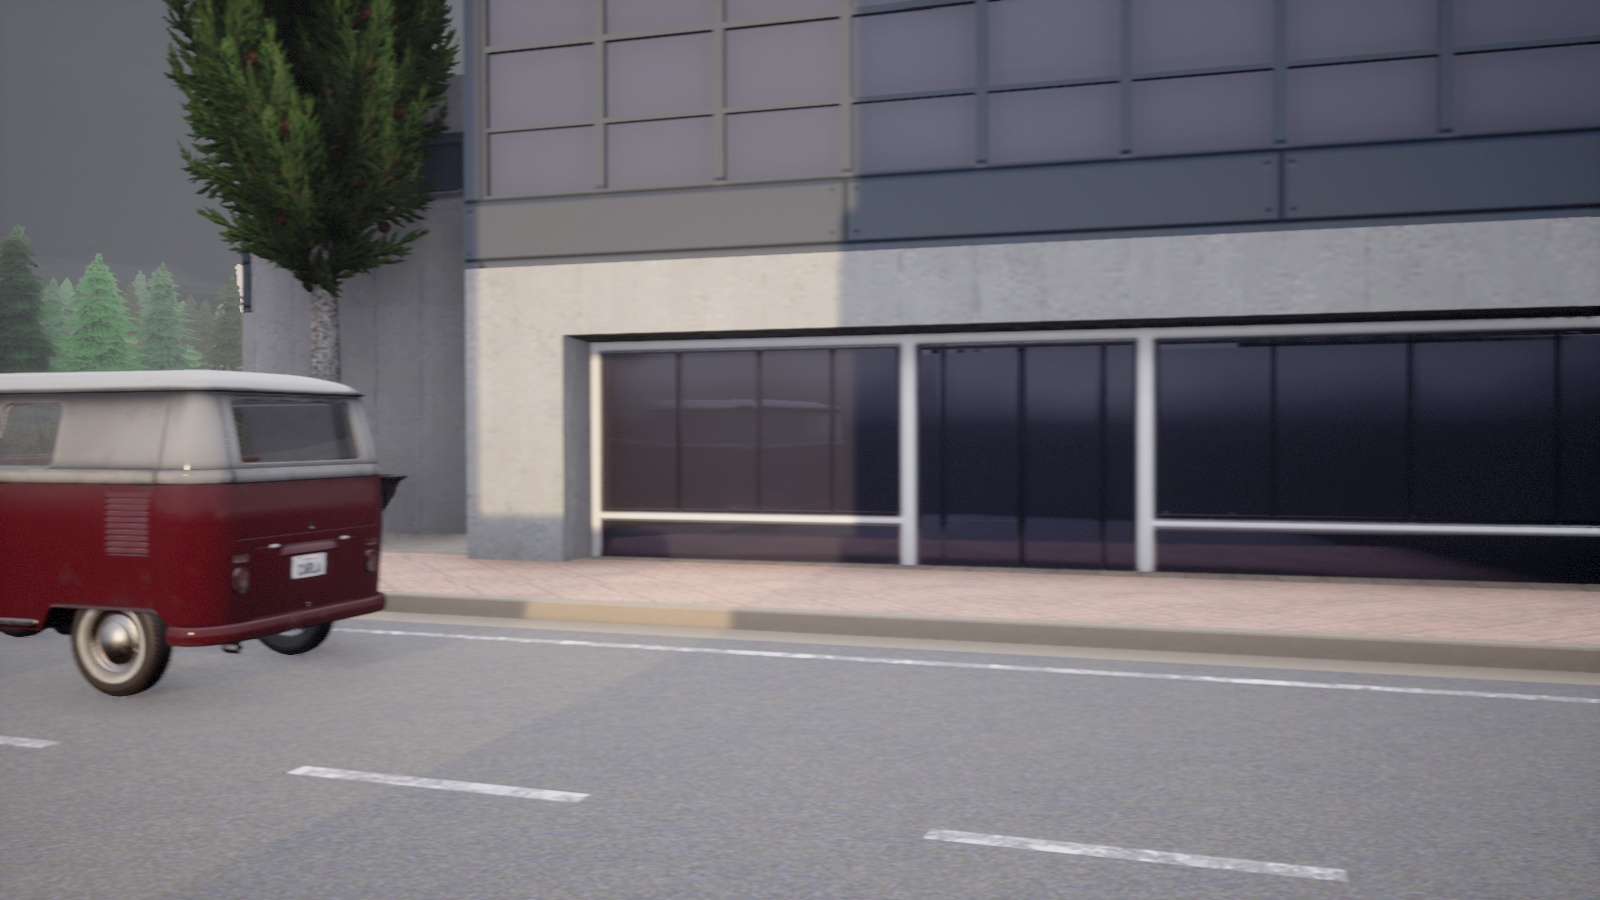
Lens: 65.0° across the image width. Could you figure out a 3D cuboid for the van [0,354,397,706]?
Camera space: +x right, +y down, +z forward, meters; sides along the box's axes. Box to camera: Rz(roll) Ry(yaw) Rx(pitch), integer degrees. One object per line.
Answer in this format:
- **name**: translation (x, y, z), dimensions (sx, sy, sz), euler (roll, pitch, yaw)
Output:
- **van**: translation (-5.200, 0.421, 8.631), dimensions (4.442, 1.987, 1.775), euler (1, 1, 19)
